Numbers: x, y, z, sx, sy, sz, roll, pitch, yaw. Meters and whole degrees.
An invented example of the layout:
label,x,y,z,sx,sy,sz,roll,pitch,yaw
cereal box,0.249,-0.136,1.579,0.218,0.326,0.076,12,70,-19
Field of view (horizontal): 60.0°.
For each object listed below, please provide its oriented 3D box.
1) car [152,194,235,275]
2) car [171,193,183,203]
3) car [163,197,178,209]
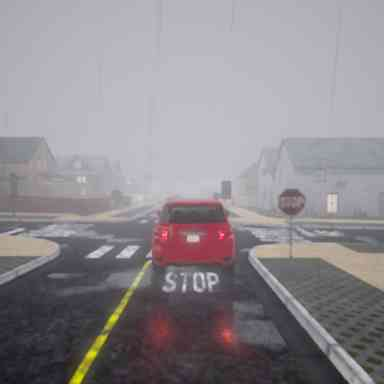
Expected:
label,x,y,z,sx,sy,sz,roll,pitch,yaw
car,0.051,1.194,10.537,2.150,2.045,5.566,0,0,0
car,-2.771,1.169,63.281,2.097,1.767,4.553,0,0,0
car,-2.842,1.403,44.849,1.812,1.442,4.674,0,0,0
